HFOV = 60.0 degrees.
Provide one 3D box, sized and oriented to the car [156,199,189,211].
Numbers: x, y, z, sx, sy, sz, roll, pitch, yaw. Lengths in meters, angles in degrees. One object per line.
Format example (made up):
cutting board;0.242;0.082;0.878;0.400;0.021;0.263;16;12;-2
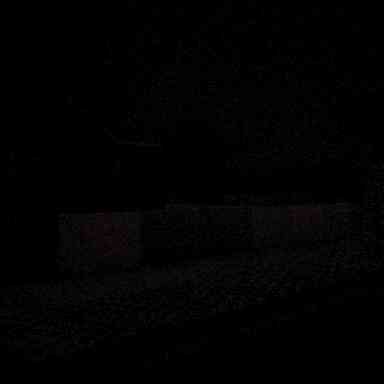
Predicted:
car;-2.346;1.590;40.246;4.902;1.511;2.128;0;3;44

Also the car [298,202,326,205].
car;10.948;1.621;28.845;4.902;1.511;2.128;0;3;38
